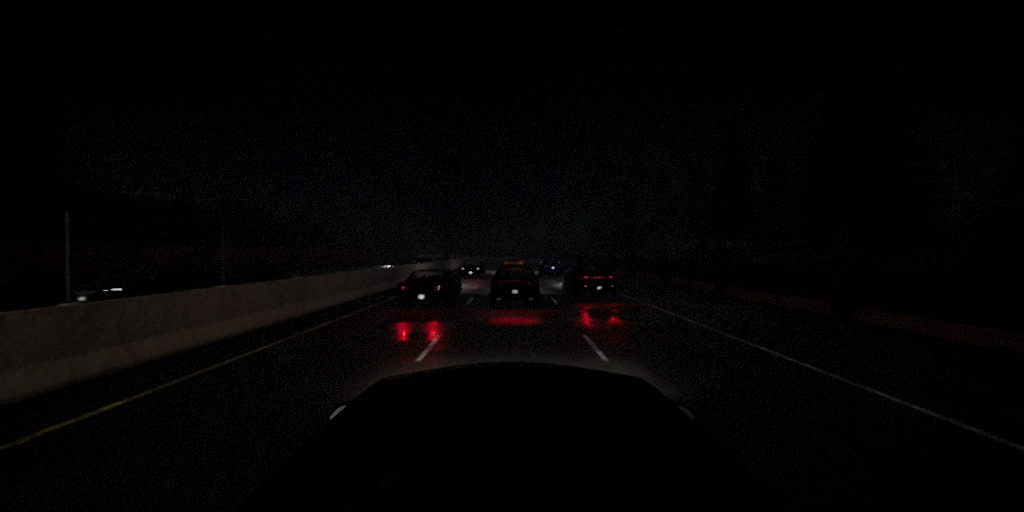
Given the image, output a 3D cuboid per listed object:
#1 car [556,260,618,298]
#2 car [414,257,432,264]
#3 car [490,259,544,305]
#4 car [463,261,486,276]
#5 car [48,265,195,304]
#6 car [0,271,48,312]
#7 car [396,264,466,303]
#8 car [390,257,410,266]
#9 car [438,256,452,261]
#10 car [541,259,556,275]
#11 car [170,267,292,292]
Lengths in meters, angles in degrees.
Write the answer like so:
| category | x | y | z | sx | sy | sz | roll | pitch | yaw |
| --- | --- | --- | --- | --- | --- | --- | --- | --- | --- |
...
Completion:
| category | x | y | z | sx | sy | sz | roll | pitch | yaw |
| --- | --- | --- | --- | --- | --- | --- | --- | --- | --- |
| car | 3.613 | 1.088 | 17.250 | 2.128 | 1.511 | 4.902 | 0 | 1 | 0 |
| car | -13.990 | 0.803 | 56.413 | 1.895 | 1.301 | 4.718 | 0 | 1 | 1 |
| car | 0.111 | 1.092 | 15.320 | 1.882 | 1.535 | 5.008 | 0 | 1 | 0 |
| car | -3.373 | 1.054 | 31.413 | 1.895 | 1.301 | 4.718 | 0 | 1 | 0 |
| car | -14.090 | 1.114 | 14.227 | 2.128 | 1.511 | 4.902 | 0 | 1 | 0 |
| car | -17.591 | 1.235 | 13.077 | 1.895 | 1.301 | 4.718 | 0 | 1 | 0 |
| car | -3.388 | 1.212 | 15.614 | 1.895 | 1.301 | 4.718 | 0 | 1 | 0 |
| car | -17.494 | 0.768 | 56.103 | 1.994 | 1.385 | 4.181 | 0 | 1 | 1 |
| car | -10.496 | 0.764 | 56.639 | 1.994 | 1.385 | 4.181 | 0 | 1 | 1 |
| car | 3.629 | 0.996 | 33.717 | 1.994 | 1.385 | 4.181 | 0 | 1 | 0 |
| car | -10.589 | 1.186 | 14.322 | 1.994 | 1.385 | 4.181 | 0 | 1 | 0 |
